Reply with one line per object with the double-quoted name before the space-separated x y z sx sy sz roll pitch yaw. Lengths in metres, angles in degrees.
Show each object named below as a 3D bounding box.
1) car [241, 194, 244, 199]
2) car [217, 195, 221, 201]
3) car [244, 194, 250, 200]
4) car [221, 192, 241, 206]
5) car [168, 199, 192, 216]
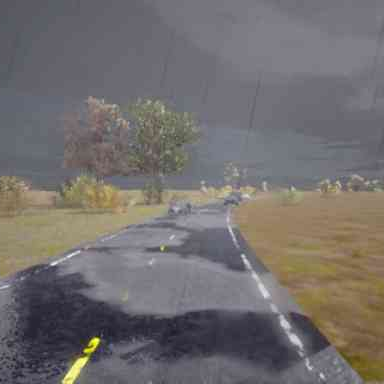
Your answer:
"car" 9.323 0.910 71.597 2.150 2.045 5.566 0 0 15
"car" 6.892 1.279 73.813 1.882 1.535 5.008 0 0 15
"car" 14.028 1.225 87.460 1.812 1.442 4.674 0 0 19
"car" 6.394 1.230 53.804 2.097 1.767 4.553 0 0 11
"car" -1.109 1.419 32.259 2.128 1.511 4.902 0 0 7
